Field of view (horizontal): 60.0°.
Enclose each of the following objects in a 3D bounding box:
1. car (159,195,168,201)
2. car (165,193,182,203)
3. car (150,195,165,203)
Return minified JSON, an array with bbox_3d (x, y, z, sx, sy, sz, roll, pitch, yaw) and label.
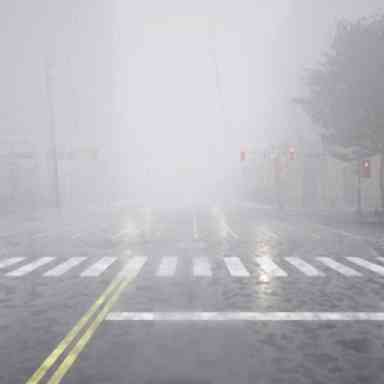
[{"bbox_3d":[-6.964,1.449,82.872,1.812,1.442,4.674,0,0,0],"label":"car"},{"bbox_3d":[-3.619,1.299,66.649,2.097,1.767,4.553,0,0,1],"label":"car"},{"bbox_3d":[-7.118,1.510,66.522,1.994,1.385,4.181,0,0,1],"label":"car"}]
